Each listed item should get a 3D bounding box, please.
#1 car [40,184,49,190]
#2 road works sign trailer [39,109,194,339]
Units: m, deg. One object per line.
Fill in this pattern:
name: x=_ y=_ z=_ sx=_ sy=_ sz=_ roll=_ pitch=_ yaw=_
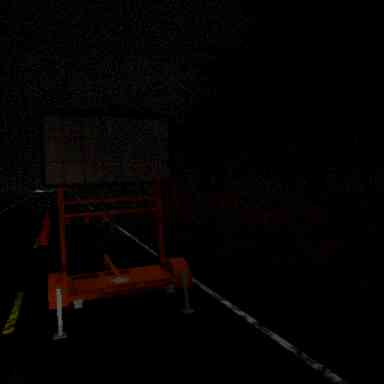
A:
car: x=-34.997 y=-1.190 z=79.002 sx=1.837 sy=1.490 sz=4.892 roll=-3 pitch=4 yaw=-22
road works sign trailer: x=-1.564 y=0.264 z=6.463 sx=2.380 sy=3.560 sz=2.880 roll=-3 pitch=2 yaw=-22
